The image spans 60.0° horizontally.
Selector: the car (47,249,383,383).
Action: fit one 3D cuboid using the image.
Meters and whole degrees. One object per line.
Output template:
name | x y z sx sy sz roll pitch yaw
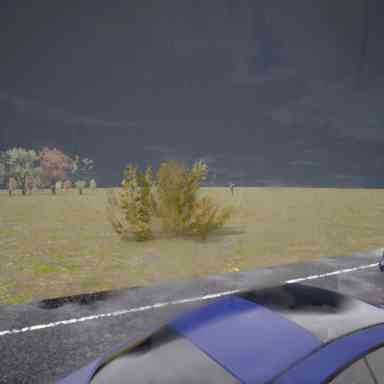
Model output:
car | 1.070 1.526 2.644 4.674 1.442 1.812 0 0 -29
